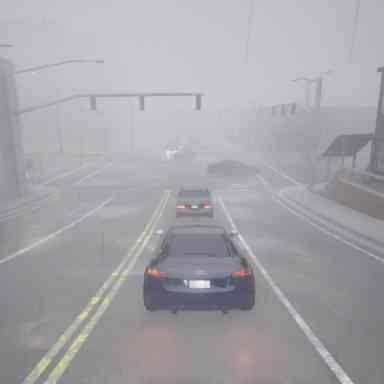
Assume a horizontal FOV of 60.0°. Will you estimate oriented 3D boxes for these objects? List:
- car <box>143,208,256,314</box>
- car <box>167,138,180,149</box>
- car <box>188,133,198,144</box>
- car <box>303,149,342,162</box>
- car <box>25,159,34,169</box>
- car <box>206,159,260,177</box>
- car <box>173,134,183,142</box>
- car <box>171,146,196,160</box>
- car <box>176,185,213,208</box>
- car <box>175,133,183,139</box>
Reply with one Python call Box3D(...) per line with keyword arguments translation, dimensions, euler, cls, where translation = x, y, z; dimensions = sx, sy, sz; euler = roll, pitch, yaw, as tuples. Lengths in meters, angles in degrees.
Box3D(translation=(0.116, 1.346, 7.375), dimensions=(1.994, 1.385, 4.181), euler=(0, 3, 0), cls="car")
Box3D(translation=(-3.470, -8.293, 58.751), dimensions=(1.895, 1.301, 4.718), euler=(0, 12, -2), cls="car")
Box3D(translation=(0.155, -11.280, 71.996), dimensions=(1.812, 1.442, 4.674), euler=(0, 12, 0), cls="car")
Box3D(translation=(16.190, -4.550, 41.320), dimensions=(4.674, 1.442, 1.812), euler=(0, 12, 0), cls="car")
Box3D(translation=(-19.083, -3.076, 34.441), dimensions=(5.008, 1.535, 1.882), euler=(0, 12, 0), cls="car")
Box3D(translation=(3.838, -2.309, 30.907), dimensions=(5.008, 1.535, 1.882), euler=(0, 12, 0), cls="car")
Box3D(translation=(-3.381, -10.488, 68.397), dimensions=(2.128, 1.511, 4.902), euler=(0, 12, 0), cls="car")
Box3D(translation=(-0.884, -5.020, 43.837), dimensions=(1.895, 1.301, 4.718), euler=(4, 13, 16), cls="car")
Box3D(translation=(0.123, 0.362, 17.257), dimensions=(2.033, 1.411, 5.357), euler=(0, 8, 0), cls="car")
Box3D(translation=(-3.347, -14.790, 87.987), dimensions=(1.812, 1.442, 4.674), euler=(0, 12, 0), cls="car")
